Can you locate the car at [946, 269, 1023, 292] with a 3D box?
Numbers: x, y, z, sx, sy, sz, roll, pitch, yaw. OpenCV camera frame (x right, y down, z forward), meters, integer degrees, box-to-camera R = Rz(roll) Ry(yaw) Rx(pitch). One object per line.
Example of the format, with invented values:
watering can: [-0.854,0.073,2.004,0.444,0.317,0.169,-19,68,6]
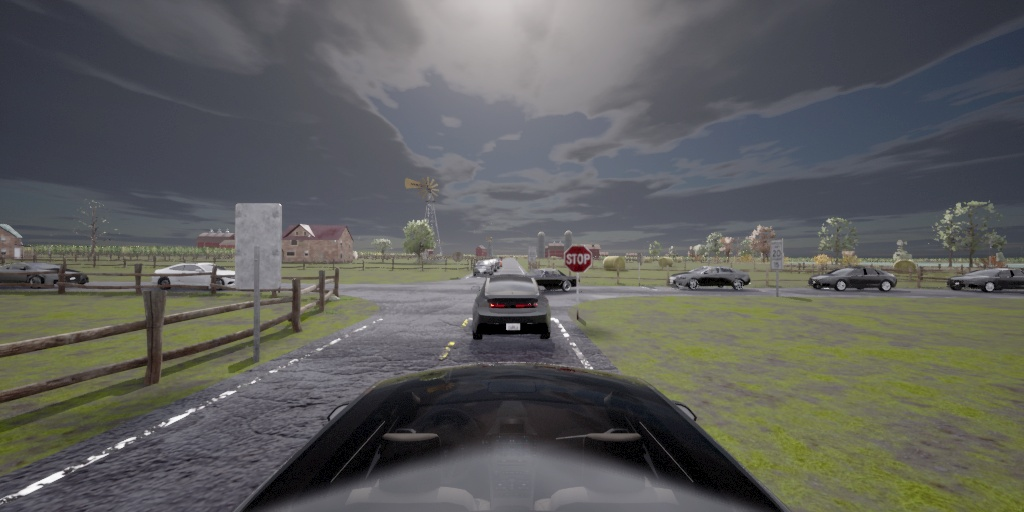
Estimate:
car: [31.696,1.587,23.606,4.892,1.490,1.837,1,-1,-1]

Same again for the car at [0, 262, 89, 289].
car: [-26.369,1.048,19.858,4.181,1.385,1.994,1,-1,-1]

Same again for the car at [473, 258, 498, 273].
car: [-2.870,1.243,36.717,2.128,1.511,4.902,0,0,0]

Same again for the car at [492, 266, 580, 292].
car: [1.494,1.369,20.077,4.718,1.301,1.895,1,0,-35]

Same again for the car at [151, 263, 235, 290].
car: [-17.249,1.104,19.982,4.674,1.442,1.812,1,-1,-1]

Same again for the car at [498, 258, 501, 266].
car: [-2.865,1.241,46.162,2.128,1.511,4.902,0,0,0]

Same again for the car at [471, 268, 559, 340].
car: [-0.076,1.256,10.031,1.837,1.490,4.892,0,0,-2]

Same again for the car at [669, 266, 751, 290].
car: [12.792,1.396,23.309,4.902,1.511,2.128,1,-1,-2]

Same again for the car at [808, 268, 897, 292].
car: [22.194,1.499,23.483,4.892,1.490,1.837,1,-1,-1]
